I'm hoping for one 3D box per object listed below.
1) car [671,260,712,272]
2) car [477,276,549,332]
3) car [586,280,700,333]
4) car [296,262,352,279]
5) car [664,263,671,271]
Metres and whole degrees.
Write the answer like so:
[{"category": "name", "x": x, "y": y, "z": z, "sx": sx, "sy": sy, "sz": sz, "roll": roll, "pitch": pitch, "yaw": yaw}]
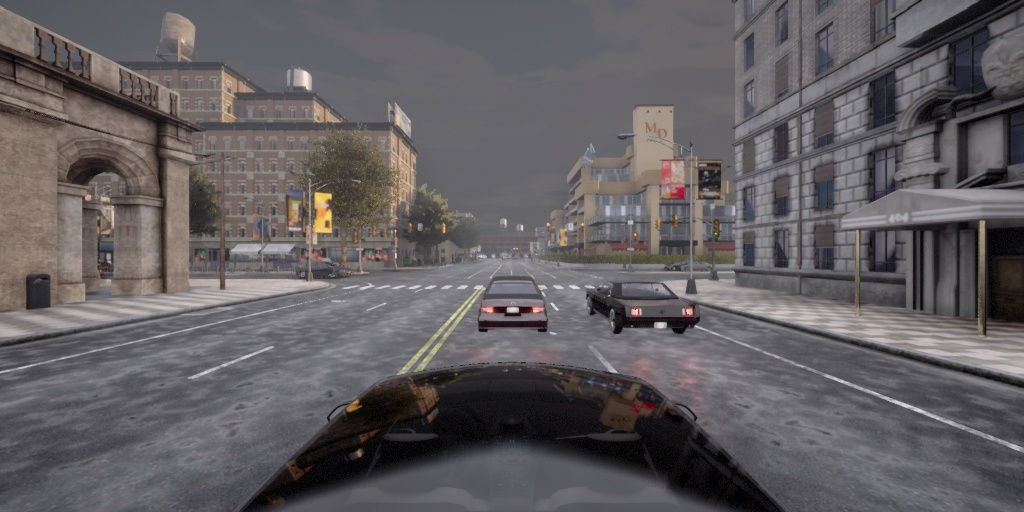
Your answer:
[{"category": "car", "x": 22.709, "y": 1.314, "z": 44.758, "sx": 4.181, "sy": 1.385, "sz": 1.994, "roll": 0, "pitch": 0, "yaw": 0}, {"category": "car", "x": 0.019, "y": 1.297, "z": 10.821, "sx": 2.033, "sy": 1.411, "sz": 5.357, "roll": 0, "pitch": 0, "yaw": 0}, {"category": "car", "x": 3.520, "y": 1.351, "z": 10.703, "sx": 1.895, "sy": 1.301, "sz": 4.718, "roll": 0, "pitch": 0, "yaw": 0}, {"category": "car", "x": -16.976, "y": 1.255, "z": 32.437, "sx": 4.892, "sy": 1.490, "sz": 1.837, "roll": 0, "pitch": -1, "yaw": 8}, {"category": "car", "x": 23.004, "y": 1.241, "z": 48.255, "sx": 4.902, "sy": 1.511, "sz": 2.128, "roll": 0, "pitch": 0, "yaw": 0}]
